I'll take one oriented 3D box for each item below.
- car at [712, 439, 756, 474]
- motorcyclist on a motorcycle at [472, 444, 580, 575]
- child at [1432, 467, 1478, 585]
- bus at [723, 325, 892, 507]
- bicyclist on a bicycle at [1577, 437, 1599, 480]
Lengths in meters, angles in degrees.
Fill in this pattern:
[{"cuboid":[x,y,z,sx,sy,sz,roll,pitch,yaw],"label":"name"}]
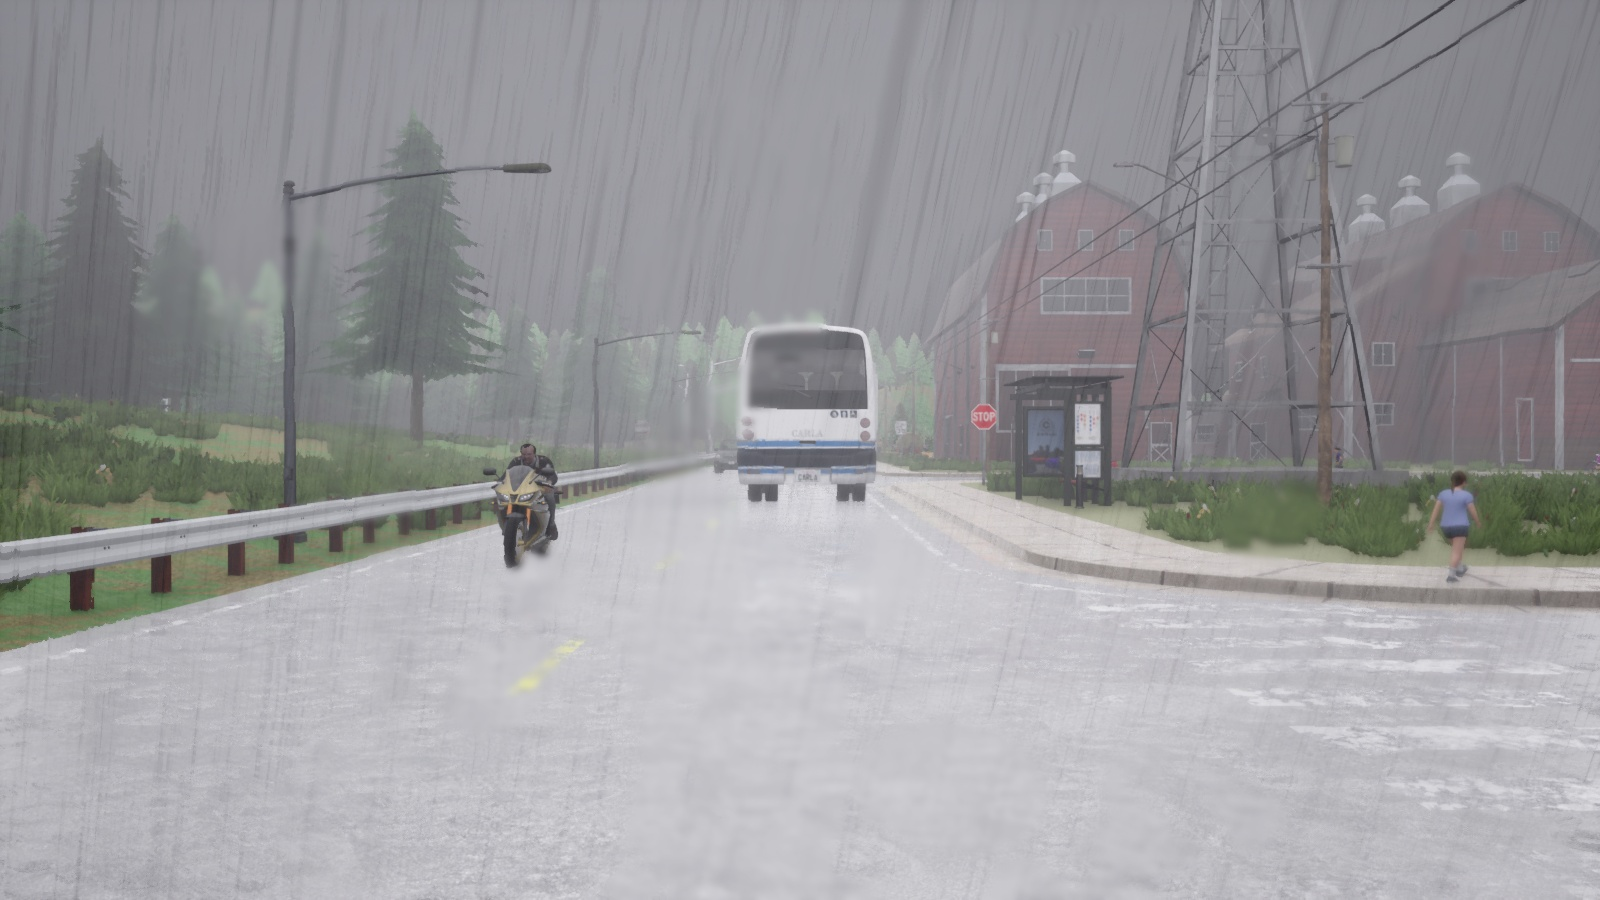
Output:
[{"cuboid":[-3.151,0.300,60.595,1.851,1.617,3.988,0,0,0],"label":"car"},{"cuboid":[-3.398,0.690,15.786,0.866,1.530,2.191,0,0,0],"label":"motorcyclist on a motorcycle"},{"cuboid":[6.280,0.719,12.039,0.394,1.110,0.255,0,0,-39],"label":"child"},{"cuboid":[0.206,-0.824,34.442,3.944,4.253,10.273,0,0,0],"label":"bus"},{"cuboid":[33.092,0.352,51.687,1.843,1.776,0.659,0,0,-1],"label":"bicyclist on a bicycle"}]
